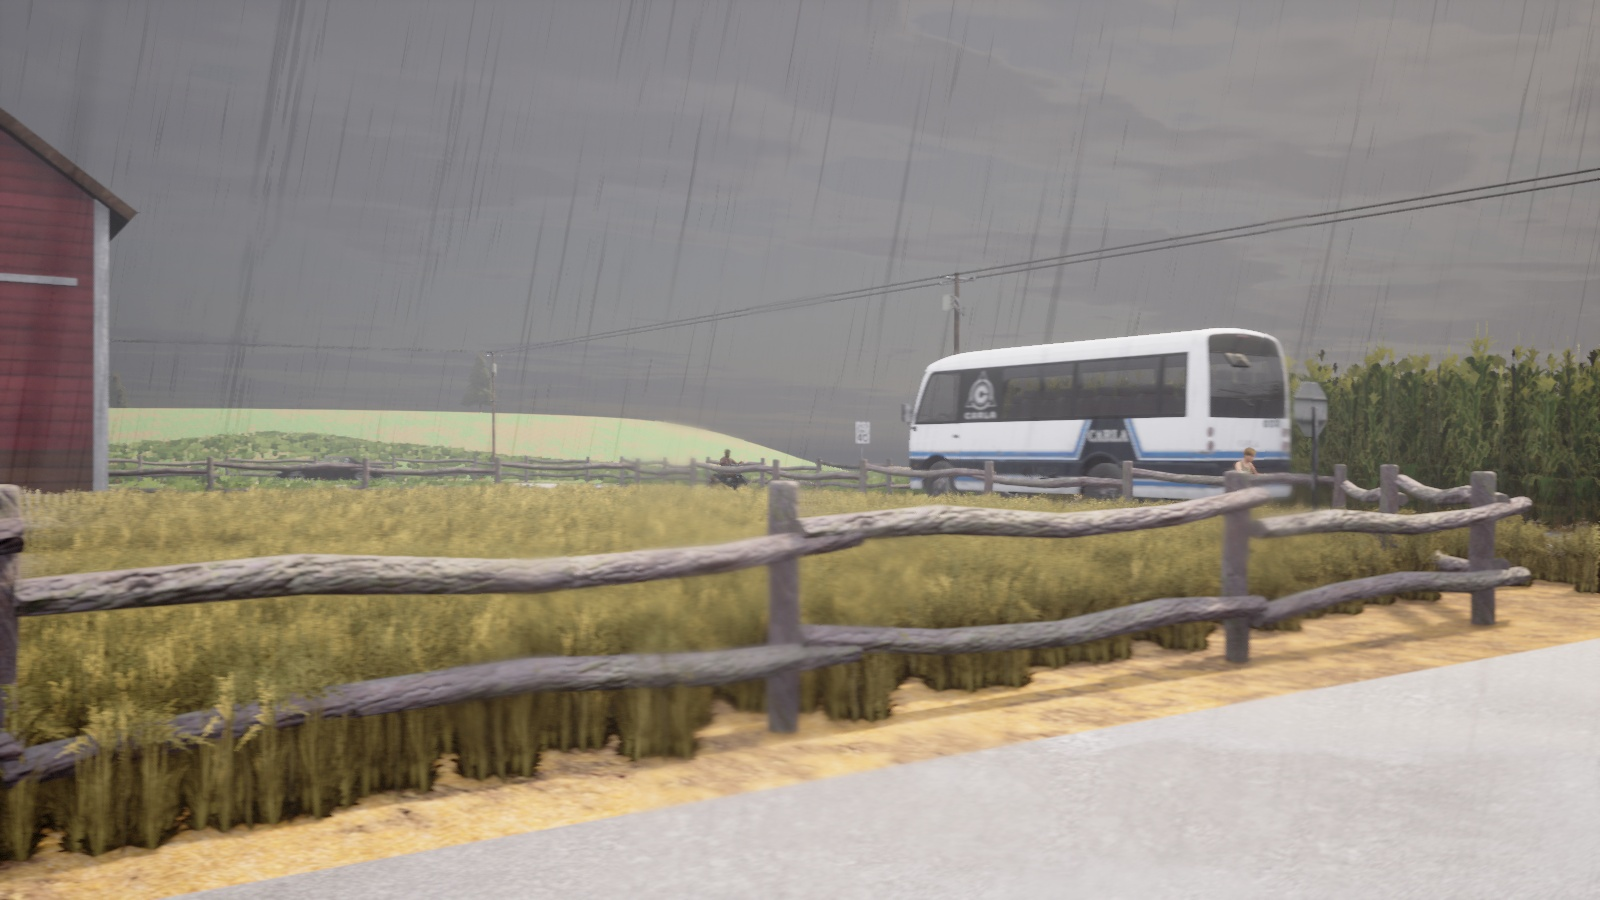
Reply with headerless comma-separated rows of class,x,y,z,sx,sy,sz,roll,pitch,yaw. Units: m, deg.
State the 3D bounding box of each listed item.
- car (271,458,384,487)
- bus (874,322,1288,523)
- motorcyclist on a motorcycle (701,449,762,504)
car,-21.983,1.034,58.455,4.718,1.301,1.895,0,0,-26
bus,6.621,-0.569,31.849,3.944,4.253,10.273,0,0,-35
motorcyclist on a motorcycle,-2.123,0.794,38.778,0.766,1.649,2.350,0,0,-35
